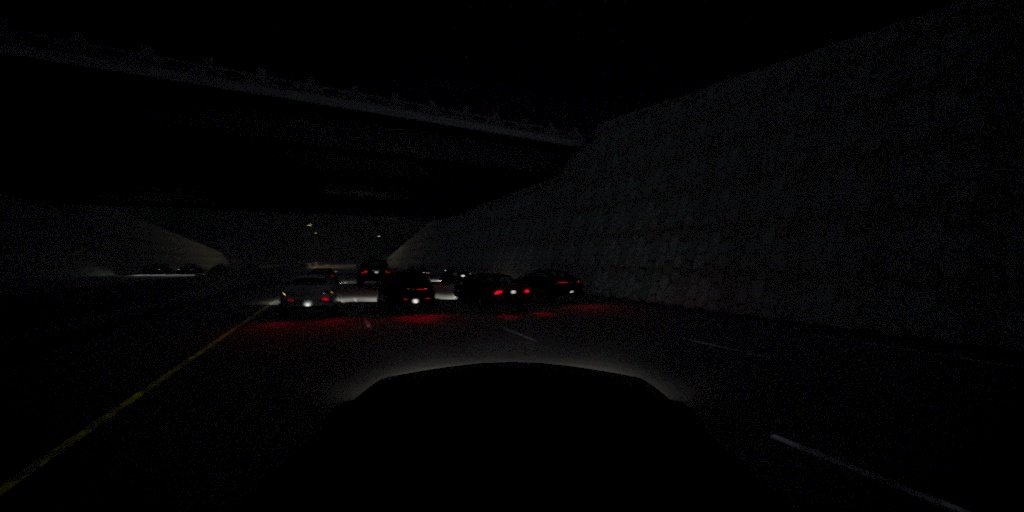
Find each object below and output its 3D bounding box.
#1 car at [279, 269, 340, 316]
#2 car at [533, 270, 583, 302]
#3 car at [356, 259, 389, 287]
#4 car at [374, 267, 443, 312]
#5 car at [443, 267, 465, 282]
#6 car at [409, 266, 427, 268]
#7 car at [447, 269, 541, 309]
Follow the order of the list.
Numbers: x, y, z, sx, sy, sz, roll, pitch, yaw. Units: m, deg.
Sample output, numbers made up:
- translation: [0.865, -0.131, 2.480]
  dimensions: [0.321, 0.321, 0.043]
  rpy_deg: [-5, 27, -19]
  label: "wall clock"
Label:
- translation: [-7.925, 1.415, 14.235]
  dimensions: [1.812, 1.442, 4.674]
  rpy_deg: [0, -1, -26]
  label: "car"
- translation: [1.660, 1.443, 18.530]
  dimensions: [2.128, 1.511, 4.902]
  rpy_deg: [0, -1, -26]
  label: "car"
- translation: [-10.858, 1.274, 28.038]
  dimensions: [2.150, 2.045, 5.566]
  rpy_deg: [0, 0, -26]
  label: "car"
- translation: [-4.616, 1.414, 15.431]
  dimensions: [1.837, 1.490, 4.892]
  rpy_deg: [0, 0, -26]
  label: "car"
- translation: [-4.988, 1.666, 31.982]
  dimensions: [1.994, 1.385, 4.181]
  rpy_deg: [0, -1, -26]
  label: "car"
- translation: [-8.124, 1.573, 30.422]
  dimensions: [2.128, 1.511, 4.902]
  rpy_deg: [0, -1, -26]
  label: "car"
- translation: [-1.044, 1.466, 16.080]
  dimensions: [2.033, 1.411, 5.357]
  rpy_deg: [0, -1, -26]
  label: "car"
